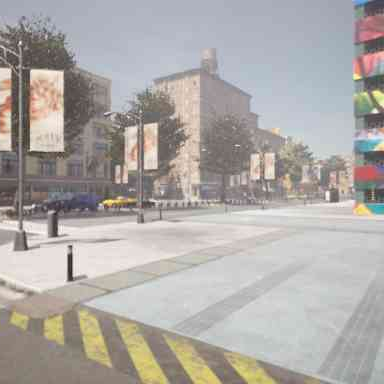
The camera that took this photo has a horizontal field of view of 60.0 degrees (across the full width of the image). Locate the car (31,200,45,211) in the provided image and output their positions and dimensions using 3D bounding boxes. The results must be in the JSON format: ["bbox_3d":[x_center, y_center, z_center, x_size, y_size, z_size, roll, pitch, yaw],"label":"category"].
[{"bbox_3d":[-16.488,1.477,39.484,2.128,1.511,4.902,0,0,36],"label":"car"}]

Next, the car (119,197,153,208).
[{"bbox_3d":[-7.333,1.588,46.333,1.895,1.301,4.718,0,0,36],"label":"car"}]

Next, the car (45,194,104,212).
[{"bbox_3d":[-13.264,1.208,37.995,2.150,2.045,5.566,0,0,35],"label":"car"}]

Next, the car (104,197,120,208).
[{"bbox_3d":[-10.568,1.463,47.824,1.882,1.535,5.008,0,0,36],"label":"car"}]
